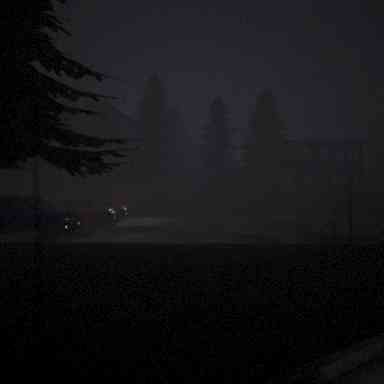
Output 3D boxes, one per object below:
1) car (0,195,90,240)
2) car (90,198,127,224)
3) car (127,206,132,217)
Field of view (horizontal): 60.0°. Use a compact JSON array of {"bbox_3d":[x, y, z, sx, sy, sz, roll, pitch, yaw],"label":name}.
[{"bbox_3d":[-8.287,1.176,16.361,5.566,2.045,2.150,0,0,2],"label":"car"},{"bbox_3d":[-7.261,1.276,23.329,4.553,1.767,2.097,0,0,2],"label":"car"},{"bbox_3d":[-7.158,1.262,26.828,4.553,1.767,2.097,0,0,2],"label":"car"}]
